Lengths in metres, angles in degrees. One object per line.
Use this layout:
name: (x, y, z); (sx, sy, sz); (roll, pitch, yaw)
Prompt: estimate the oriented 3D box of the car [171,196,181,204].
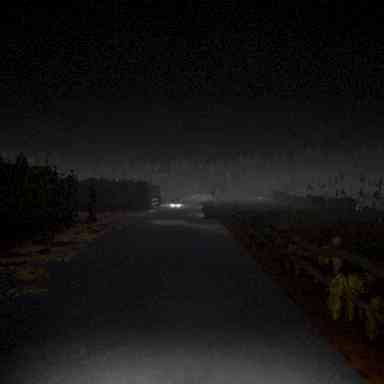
car: (-3.100, 1.433, 63.974); (2.128, 1.511, 4.902); (0, 0, 0)
